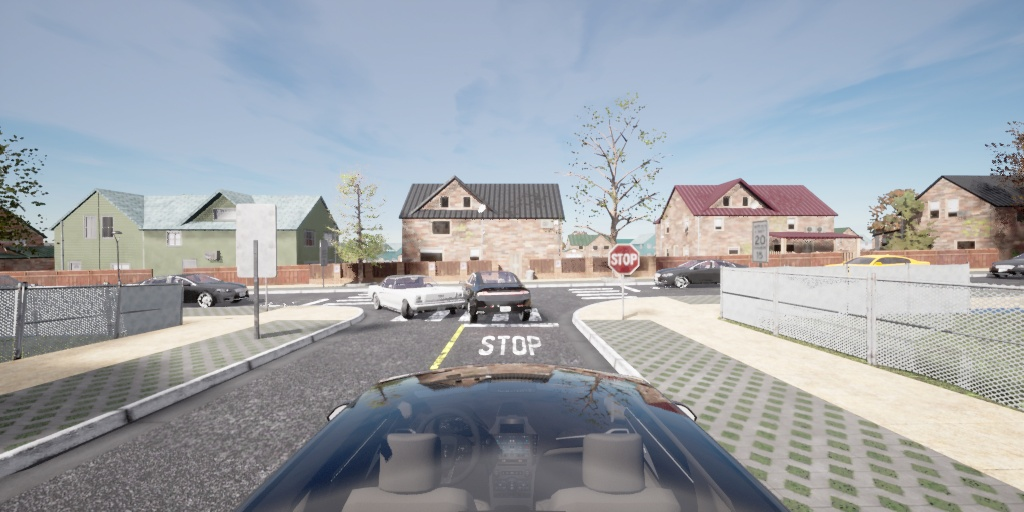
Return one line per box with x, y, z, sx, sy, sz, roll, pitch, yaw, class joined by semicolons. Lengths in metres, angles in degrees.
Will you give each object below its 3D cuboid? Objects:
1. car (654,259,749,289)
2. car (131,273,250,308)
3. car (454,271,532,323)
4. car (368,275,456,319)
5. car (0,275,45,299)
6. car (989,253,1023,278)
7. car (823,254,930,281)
10.331;0.926;19.600;4.902;1.511;2.128;-1;1;0;car
-14.902;1.567;16.548;4.902;1.511;2.128;-1;1;0;car
-0.686;1.243;12.192;2.128;1.511;4.902;0;0;-12;car
-3.602;1.368;13.052;1.895;1.301;4.718;0;0;-38;car
-24.239;1.648;16.507;4.553;1.767;2.097;-1;1;0;car
29.385;0.479;19.672;4.902;1.511;2.128;-1;1;0;car
19.761;0.691;19.636;5.008;1.535;1.882;-1;1;-1;car
